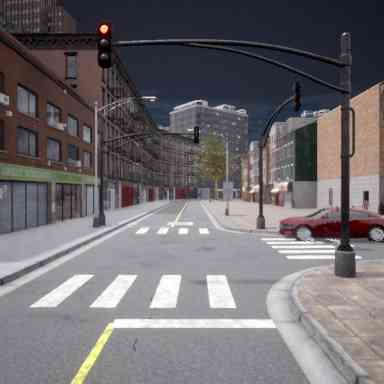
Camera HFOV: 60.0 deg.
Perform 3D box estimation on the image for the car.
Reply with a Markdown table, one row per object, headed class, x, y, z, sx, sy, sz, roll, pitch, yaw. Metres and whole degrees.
| class | x | y | z | sx | sy | sz | roll | pitch | yaw |
| --- | --- | --- | --- | --- | --- | --- | --- | --- | --- |
| car | 6.574 | 1.430 | 15.291 | 5.008 | 1.535 | 1.882 | 0 | 0 | 5 |
